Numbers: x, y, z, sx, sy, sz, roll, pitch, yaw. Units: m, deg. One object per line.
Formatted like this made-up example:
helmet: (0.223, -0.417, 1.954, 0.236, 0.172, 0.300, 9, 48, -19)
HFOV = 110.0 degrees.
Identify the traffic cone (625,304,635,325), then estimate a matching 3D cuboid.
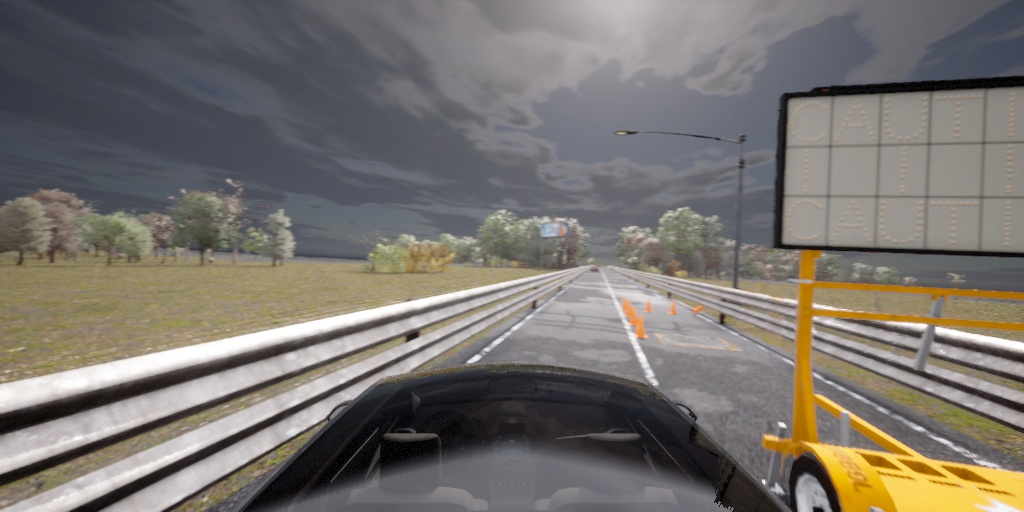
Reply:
traffic cone: (4.069, 2.008, 12.042, 0.340, 0.580, 0.340, 0, 0, 14)

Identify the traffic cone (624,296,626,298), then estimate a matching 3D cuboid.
traffic cone: (5.001, 2.092, 15.931, 0.340, 0.580, 0.340, 0, 0, 14)

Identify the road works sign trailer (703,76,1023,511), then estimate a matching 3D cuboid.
road works sign trailer: (3.326, 0.395, 2.971, 2.380, 3.560, 2.880, 0, 0, 14)

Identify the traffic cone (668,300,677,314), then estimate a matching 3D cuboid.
traffic cone: (6.943, 2.186, 15.464, 0.340, 0.580, 0.340, 0, 0, 14)

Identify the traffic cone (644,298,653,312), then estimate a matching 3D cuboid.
traffic cone: (5.972, 2.139, 15.698, 0.340, 0.580, 0.340, 0, 0, 14)

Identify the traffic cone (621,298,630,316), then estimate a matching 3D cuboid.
traffic cone: (4.535, 2.050, 13.987, 0.340, 0.580, 0.340, 0, 0, 14)

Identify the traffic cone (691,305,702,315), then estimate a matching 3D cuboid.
traffic cone: (7.785, 2.096, 15.306, 0.340, 0.580, 0.340, 0, 0, 18)

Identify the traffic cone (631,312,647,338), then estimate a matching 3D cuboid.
traffic cone: (3.604, 1.967, 10.098, 0.340, 0.580, 0.340, 0, 0, 14)
